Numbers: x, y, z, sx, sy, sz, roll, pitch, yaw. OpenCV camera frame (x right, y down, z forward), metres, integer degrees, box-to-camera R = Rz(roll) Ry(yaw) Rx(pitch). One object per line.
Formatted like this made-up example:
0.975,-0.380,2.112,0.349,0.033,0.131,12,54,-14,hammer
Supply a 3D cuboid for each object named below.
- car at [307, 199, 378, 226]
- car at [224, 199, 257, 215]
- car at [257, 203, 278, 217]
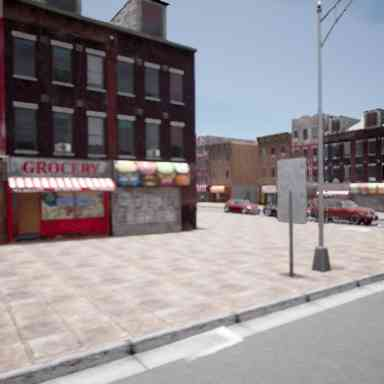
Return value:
11.493,1.487,25.692,2.192,1.841,5.009,0,1,-35,car
5.224,1.483,34.493,1.967,1.590,4.097,0,1,-35,car
8.357,1.672,30.094,1.947,1.339,4.313,0,1,-35,car
